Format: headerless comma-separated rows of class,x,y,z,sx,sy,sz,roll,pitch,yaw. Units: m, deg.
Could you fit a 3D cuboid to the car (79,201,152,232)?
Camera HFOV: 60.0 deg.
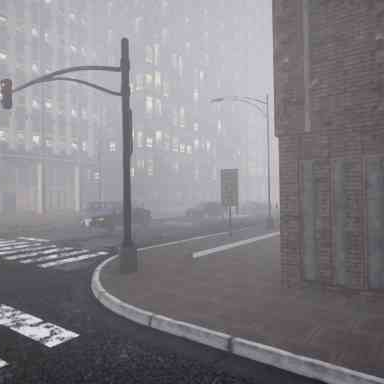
car,-4.580,1.558,20.927,2.128,1.511,4.902,-1,-1,34

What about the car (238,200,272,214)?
car,7.292,1.707,37.469,1.895,1.301,4.718,-1,-1,36

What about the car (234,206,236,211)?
car,6.873,1.689,41.354,1.752,1.417,4.829,-2,-1,36

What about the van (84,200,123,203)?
van,-5.958,1.460,23.441,1.690,1.788,3.998,-2,-1,36

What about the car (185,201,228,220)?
car,1.343,1.563,29.178,1.882,1.535,5.008,-1,-1,36
